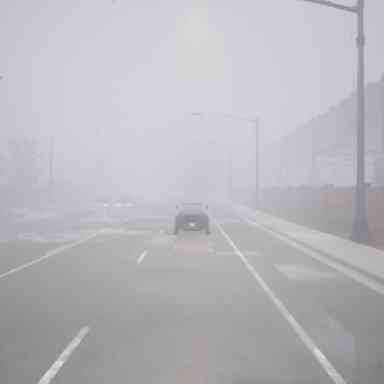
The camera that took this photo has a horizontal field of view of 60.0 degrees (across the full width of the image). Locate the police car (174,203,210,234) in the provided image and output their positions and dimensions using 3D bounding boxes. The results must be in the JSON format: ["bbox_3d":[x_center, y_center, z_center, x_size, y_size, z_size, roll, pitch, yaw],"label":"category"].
[{"bbox_3d":[0.004,1.447,19.401,1.930,1.638,5.238,0,0,0],"label":"police car"}]

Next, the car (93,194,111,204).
[{"bbox_3d":[-14.011,1.061,52.456,1.812,1.442,4.674,0,1,0],"label":"car"}]

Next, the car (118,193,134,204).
[{"bbox_3d":[-10.503,0.997,53.355,1.882,1.535,5.008,0,1,0],"label":"car"}]
